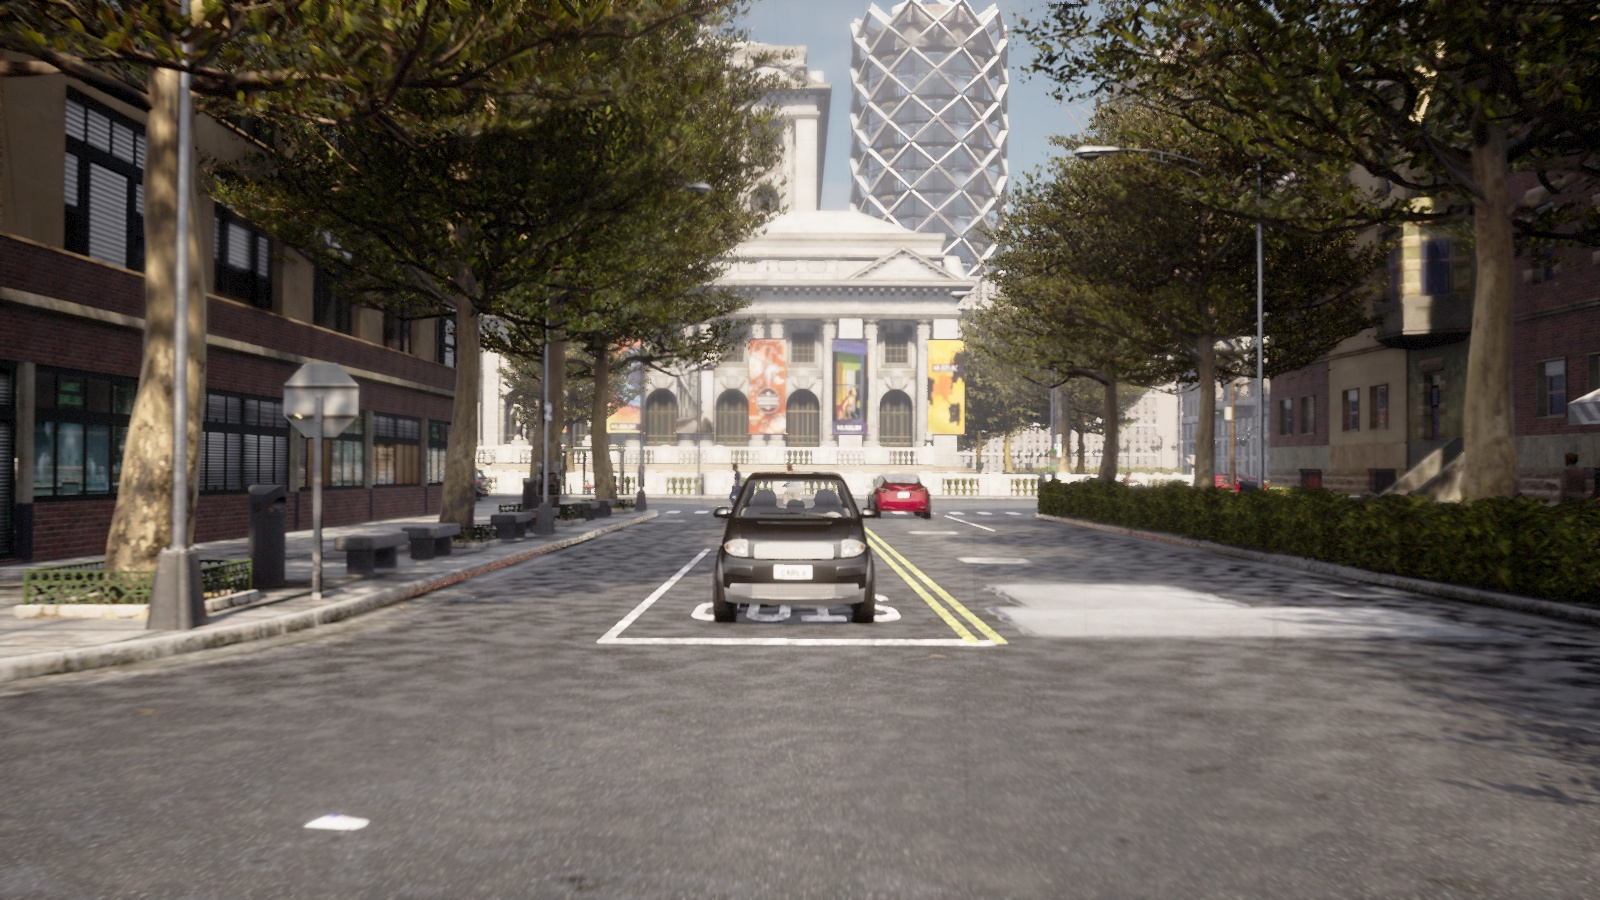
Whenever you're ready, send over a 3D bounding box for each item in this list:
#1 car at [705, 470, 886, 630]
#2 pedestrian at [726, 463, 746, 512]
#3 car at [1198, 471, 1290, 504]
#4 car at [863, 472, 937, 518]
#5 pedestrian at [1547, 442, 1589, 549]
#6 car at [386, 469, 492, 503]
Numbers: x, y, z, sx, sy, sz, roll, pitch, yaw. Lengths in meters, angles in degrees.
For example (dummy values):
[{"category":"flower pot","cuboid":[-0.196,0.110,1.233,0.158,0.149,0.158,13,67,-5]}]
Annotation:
[{"category":"car","cuboid":[-0.044,1.028,14.365,1.789,1.549,3.705,0,0,0]},{"category":"pedestrian","cuboid":[-2.412,1.424,47.455,0.706,1.836,0.354,0,-1,8]},{"category":"car","cuboid":[20.664,1.726,58.570,3.633,1.501,1.845,0,-1,0]},{"category":"car","cuboid":[3.405,1.531,43.616,2.163,1.488,4.792,0,-1,0]},{"category":"pedestrian","cuboid":[13.388,0.784,21.901,0.331,1.846,0.634,0,-1,0]},{"category":"car","cuboid":[-17.825,1.771,62.190,4.611,1.667,2.242,0,-1,0]}]
